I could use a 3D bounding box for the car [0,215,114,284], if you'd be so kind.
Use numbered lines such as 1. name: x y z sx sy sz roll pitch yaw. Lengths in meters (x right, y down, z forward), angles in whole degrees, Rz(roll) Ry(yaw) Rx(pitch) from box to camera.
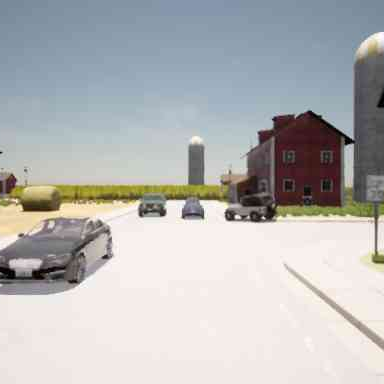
1. car: -3.593 1.460 9.553 2.128 1.511 4.902 0 0 0

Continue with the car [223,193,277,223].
1. car: 4.160 1.101 23.848 1.905 1.878 3.866 -8 4 -42

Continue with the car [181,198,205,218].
1. car: 0.082 1.497 29.011 1.994 1.385 4.181 0 0 0

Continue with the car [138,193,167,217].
1. car: -3.512 1.142 30.502 2.150 2.045 5.566 0 0 0
